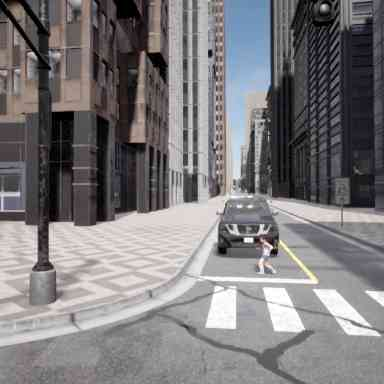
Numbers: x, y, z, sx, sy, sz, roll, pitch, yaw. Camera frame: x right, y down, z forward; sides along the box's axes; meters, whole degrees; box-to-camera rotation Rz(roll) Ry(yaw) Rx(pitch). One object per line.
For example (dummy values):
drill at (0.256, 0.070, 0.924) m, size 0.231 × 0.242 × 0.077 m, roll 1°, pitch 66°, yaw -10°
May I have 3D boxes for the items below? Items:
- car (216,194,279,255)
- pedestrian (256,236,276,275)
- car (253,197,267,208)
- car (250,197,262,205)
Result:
car at (2.265, 1.264, 13.890) m, size 2.150 × 2.045 × 5.566 m, roll 0°, pitch 0°, yaw 8°
pedestrian at (2.037, 1.704, 9.083) m, size 0.500 × 1.100 × 0.500 m, roll 0°, pitch -1°, yaw 8°
car at (10.539, 1.565, 51.649) m, size 1.837 × 1.490 × 4.892 m, roll 0°, pitch 0°, yaw 7°
car at (11.852, 1.646, 61.497) m, size 1.895 × 1.301 × 4.718 m, roll 0°, pitch 0°, yaw 7°
